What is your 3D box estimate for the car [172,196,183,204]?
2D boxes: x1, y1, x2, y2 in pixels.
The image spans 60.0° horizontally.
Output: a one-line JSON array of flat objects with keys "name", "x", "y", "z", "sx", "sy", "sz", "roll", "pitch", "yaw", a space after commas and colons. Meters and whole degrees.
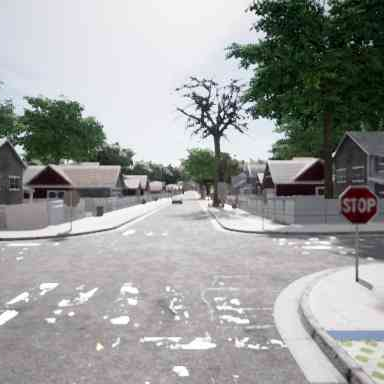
[{"name": "car", "x": -2.658, "y": 1.482, "z": 60.733, "sx": 2.033, "sy": 1.411, "sz": 5.357, "roll": 0, "pitch": 0, "yaw": 0}]
